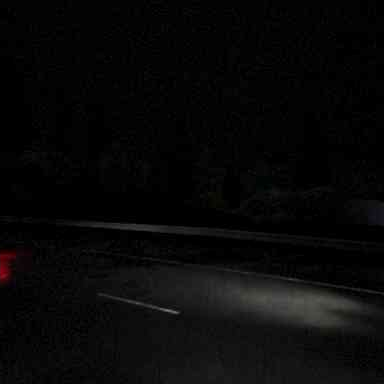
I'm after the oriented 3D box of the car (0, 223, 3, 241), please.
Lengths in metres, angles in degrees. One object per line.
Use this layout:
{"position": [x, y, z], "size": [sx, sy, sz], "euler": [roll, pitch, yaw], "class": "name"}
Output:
{"position": [-9.522, 1.389, 12.916], "size": [4.892, 1.490, 1.837], "euler": [0, 0, 25], "class": "car"}
